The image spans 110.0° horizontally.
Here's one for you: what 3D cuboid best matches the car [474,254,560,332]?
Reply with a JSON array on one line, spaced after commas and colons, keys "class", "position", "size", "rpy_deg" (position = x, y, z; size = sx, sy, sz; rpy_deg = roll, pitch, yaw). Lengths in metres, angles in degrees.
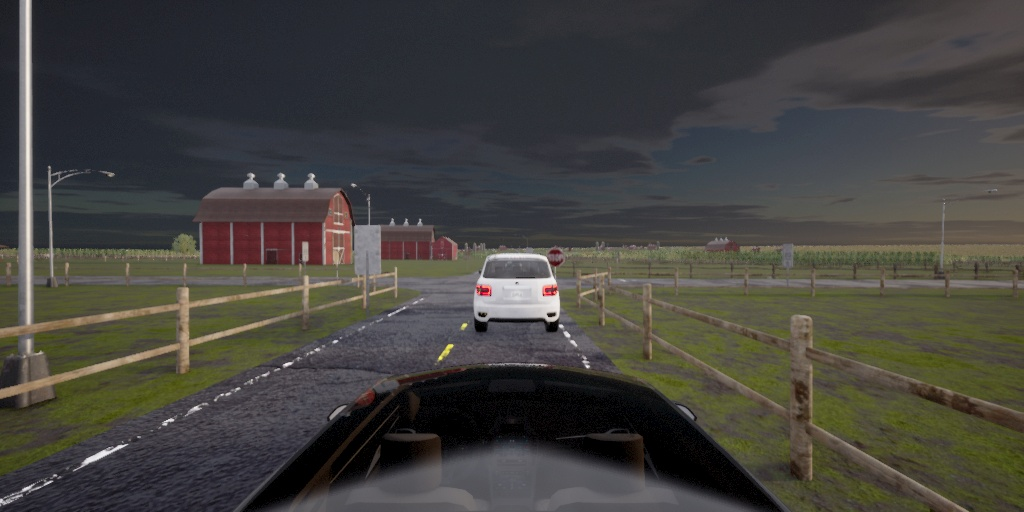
[{"class": "car", "position": [0.121, 0.963, 10.924], "size": [2.150, 2.045, 5.566], "rpy_deg": [0, 0, 0]}]
